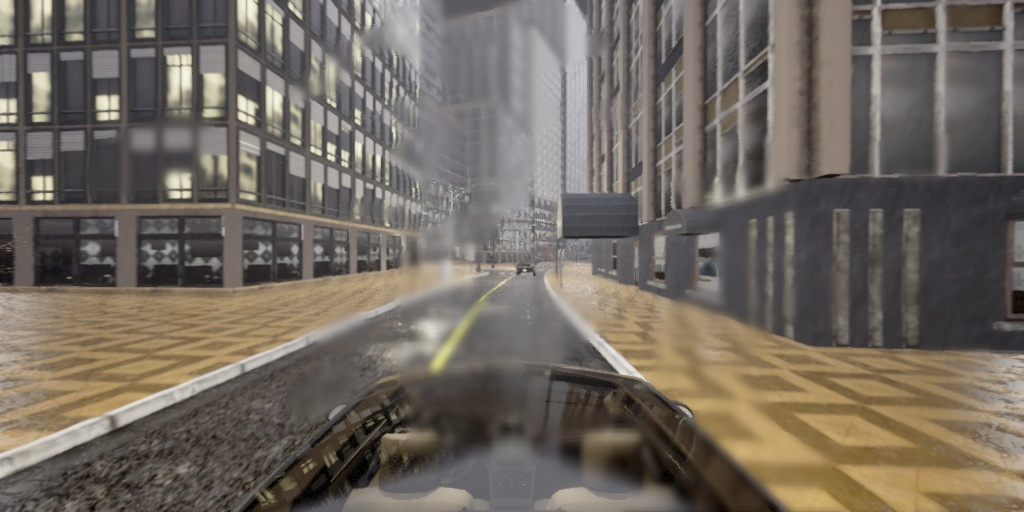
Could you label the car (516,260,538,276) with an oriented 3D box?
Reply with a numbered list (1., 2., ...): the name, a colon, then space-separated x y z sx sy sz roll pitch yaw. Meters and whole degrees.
1. car: 1.447 1.100 35.560 1.837 1.490 4.892 0 0 6
